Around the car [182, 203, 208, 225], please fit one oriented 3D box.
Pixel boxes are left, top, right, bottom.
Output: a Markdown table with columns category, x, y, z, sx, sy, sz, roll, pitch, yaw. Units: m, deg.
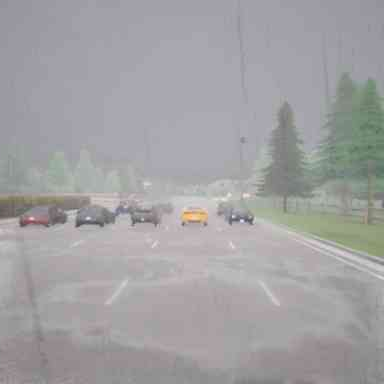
| category | x | y | z | sx | sy | sz | roll | pitch | yaw |
| --- | --- | --- | --- | --- | --- | --- | --- | --- | --- |
| car | 0.208 | 1.726 | 26.391 | 1.882 | 1.535 | 5.008 | 1 | 0 | 0 |

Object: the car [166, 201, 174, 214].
| category | x | y | z | sx | sy | sz | roll | pitch | yaw |
| --- | --- | --- | --- | --- | --- | --- | --- | --- | --- |
| car | -3.242 | 1.833 | 40.156 | 2.128 | 1.511 | 4.902 | 1 | 0 | 0 |

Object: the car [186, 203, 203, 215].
| category | x | y | z | sx | sy | sz | roll | pitch | yaw |
| --- | --- | --- | --- | --- | --- | --- | --- | --- | --- |
| car | 0.257 | 1.975 | 39.927 | 1.895 | 1.301 | 4.718 | 1 | -1 | 0 |

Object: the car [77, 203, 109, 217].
| category | x | y | z | sx | sy | sz | roll | pitch | yaw |
| --- | --- | --- | --- | --- | --- | --- | --- | --- | --- |
| car | -10.289 | 1.820 | 34.961 | 1.895 | 1.301 | 4.718 | 1 | -1 | 1 |

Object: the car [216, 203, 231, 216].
| category | x | y | z | sx | sy | sz | roll | pitch | yaw |
| --- | --- | --- | --- | --- | --- | --- | --- | --- | --- |
| car | 3.763 | 1.936 | 37.530 | 2.033 | 1.411 | 5.357 | 1 | -1 | 0 |

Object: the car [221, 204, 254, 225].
| category | x | y | z | sx | sy | sz | roll | pitch | yaw |
| --- | --- | --- | --- | --- | --- | --- | --- | --- | --- |
| car | 3.722 | 1.891 | 26.937 | 1.895 | 1.301 | 4.718 | 1 | -1 | 0 |

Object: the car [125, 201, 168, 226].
| category | x | y | z | sx | sy | sz | roll | pitch | yaw |
| --- | --- | --- | --- | --- | --- | --- | --- | --- | --- |
| car | -3.303 | 1.691 | 24.942 | 2.128 | 1.511 | 4.902 | 1 | 0 | 0 |

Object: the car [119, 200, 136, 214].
| category | x | y | z | sx | sy | sz | roll | pitch | yaw |
| --- | --- | --- | --- | --- | --- | --- | --- | --- | --- |
| car | -6.776 | 1.617 | 36.077 | 2.097 | 1.767 | 4.553 | 1 | -1 | 1 |

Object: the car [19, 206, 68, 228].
| category | x | y | z | sx | sy | sz | roll | pitch | yaw |
| --- | --- | --- | --- | --- | --- | --- | --- | --- | --- |
| car | -10.313 | 1.675 | 23.457 | 1.994 | 1.385 | 4.181 | 1 | -1 | 1 |

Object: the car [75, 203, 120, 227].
| category | x | y | z | sx | sy | sz | roll | pitch | yaw |
| --- | --- | --- | --- | --- | --- | --- | --- | --- | --- |
| car | -6.810 | 1.716 | 23.902 | 1.994 | 1.385 | 4.181 | 1 | -1 | 1 |
